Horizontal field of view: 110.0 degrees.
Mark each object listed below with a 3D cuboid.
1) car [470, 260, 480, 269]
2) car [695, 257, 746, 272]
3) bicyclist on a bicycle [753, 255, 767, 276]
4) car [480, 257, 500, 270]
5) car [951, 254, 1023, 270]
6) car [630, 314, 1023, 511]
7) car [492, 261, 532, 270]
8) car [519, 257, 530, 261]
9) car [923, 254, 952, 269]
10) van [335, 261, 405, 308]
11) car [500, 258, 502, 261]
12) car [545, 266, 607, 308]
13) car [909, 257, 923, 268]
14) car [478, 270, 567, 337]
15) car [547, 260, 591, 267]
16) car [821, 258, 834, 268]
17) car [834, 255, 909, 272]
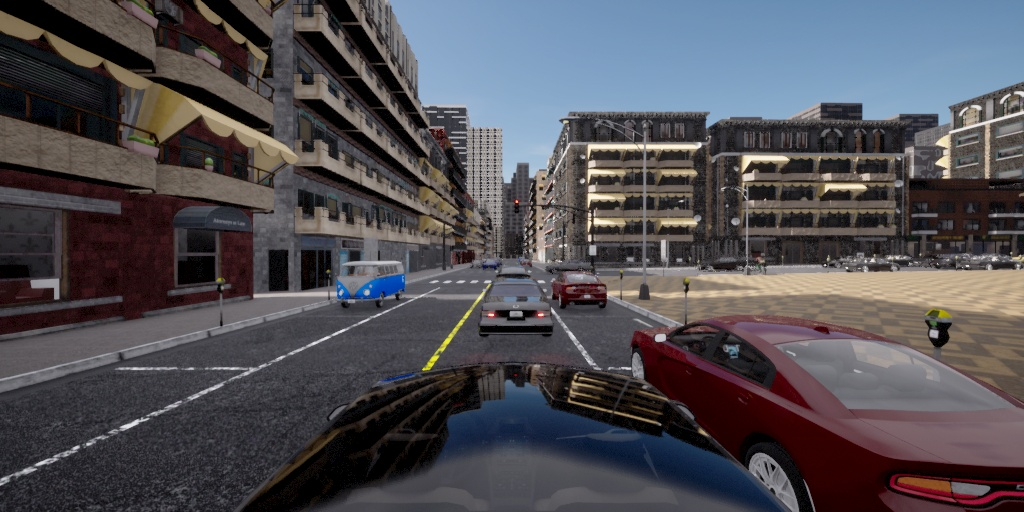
[{"bbox_3d":[-5.813,1.321,58.346,2.007,1.370,4.403,0,0,0],"label":"car"},{"bbox_3d":[22.081,0.846,38.018,5.008,1.535,1.882,-1,0,-1],"label":"car"},{"bbox_3d":[20.186,0.771,29.247,0.582,1.620,1.656,-1,0,-1],"label":"bicyclist on a bicycle"},{"bbox_3d":[-3.201,1.243,52.616,1.882,1.535,5.008,0,0,0],"label":"car"},{"bbox_3d":[43.548,0.631,32.581,4.403,1.370,2.007,0,0,-1],"label":"car"},{"bbox_3d":[2.685,1.295,3.836,1.888,1.381,4.507,0,0,0],"label":"car"},{"bbox_3d":[0.061,1.229,20.090,1.882,1.535,5.008,0,0,0],"label":"car"},{"bbox_3d":[2.555,1.215,63.887,1.967,1.591,4.097,0,0,0],"label":"car"},{"bbox_3d":[44.309,0.538,35.231,4.902,1.511,2.128,-1,0,0],"label":"car"},{"bbox_3d":[-5.720,1.091,14.871,1.690,1.789,3.998,0,0,0],"label":"van"},{"bbox_3d":[-3.195,1.128,63.753,2.097,1.767,4.553,0,0,0],"label":"car"},{"bbox_3d":[2.661,1.295,14.888,1.888,1.381,4.507,0,0,0],"label":"car"},{"bbox_3d":[45.686,0.506,38.334,4.892,1.490,1.837,0,0,0],"label":"car"},{"bbox_3d":[0.083,1.297,10.261,2.033,1.411,5.357,0,0,0],"label":"car"},{"bbox_3d":[6.079,1.163,38.750,4.902,1.511,2.128,-2,0,13],"label":"car"},{"bbox_3d":[37.844,0.666,40.870,4.313,1.339,1.948,0,0,-1],"label":"car"},{"bbox_3d":[32.412,0.805,32.400,4.403,1.370,2.007,0,0,-1],"label":"car"}]
